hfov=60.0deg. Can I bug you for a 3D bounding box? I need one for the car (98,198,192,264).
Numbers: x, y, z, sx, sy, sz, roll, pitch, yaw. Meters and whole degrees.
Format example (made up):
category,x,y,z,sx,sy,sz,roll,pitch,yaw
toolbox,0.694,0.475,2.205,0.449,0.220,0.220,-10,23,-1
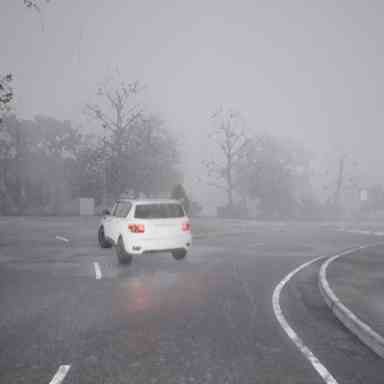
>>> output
category,x,y,z,sx,sy,sz,roll,pitch,yaw
car,-1.918,1.214,12.229,2.150,2.045,5.566,0,0,-24
